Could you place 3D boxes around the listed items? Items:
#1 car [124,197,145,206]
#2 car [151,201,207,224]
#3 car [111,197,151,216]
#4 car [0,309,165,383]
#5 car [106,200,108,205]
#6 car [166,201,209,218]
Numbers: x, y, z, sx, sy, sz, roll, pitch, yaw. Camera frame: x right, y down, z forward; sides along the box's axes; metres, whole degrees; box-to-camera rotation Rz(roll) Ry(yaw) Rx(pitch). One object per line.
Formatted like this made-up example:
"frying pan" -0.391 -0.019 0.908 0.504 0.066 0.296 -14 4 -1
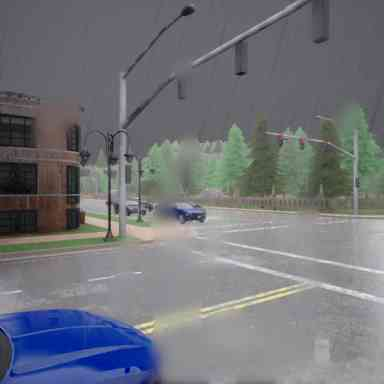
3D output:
"car" -9.828 1.526 56.668 1.812 1.442 4.674 0 0 -35
"car" -0.919 1.478 25.274 1.882 1.535 5.008 0 0 -35
"car" -6.195 1.526 32.833 1.812 1.442 4.674 0 0 -35
"car" -2.501 1.478 1.957 5.008 1.535 1.882 0 0 -36
"car" -12.626 1.564 54.562 1.994 1.385 4.181 0 0 -35
"car" -0.491 1.564 30.776 1.994 1.385 4.181 0 0 -35
